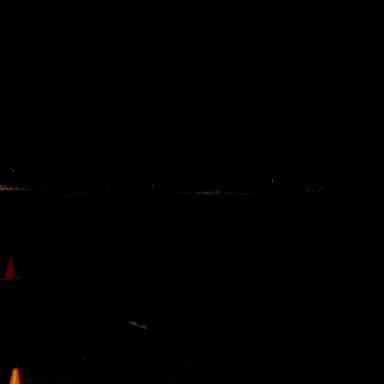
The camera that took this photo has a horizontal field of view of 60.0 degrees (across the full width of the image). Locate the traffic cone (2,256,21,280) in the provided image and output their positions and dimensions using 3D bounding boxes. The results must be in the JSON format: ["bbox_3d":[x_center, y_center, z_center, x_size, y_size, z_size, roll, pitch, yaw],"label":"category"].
[{"bbox_3d":[-4.841,2.024,8.907,0.340,0.580,0.340,0,-1,17],"label":"traffic cone"}]

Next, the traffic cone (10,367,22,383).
[{"bbox_3d":[-1.689,1.984,3.181,0.340,0.580,0.340,0,-1,37],"label":"traffic cone"}]
